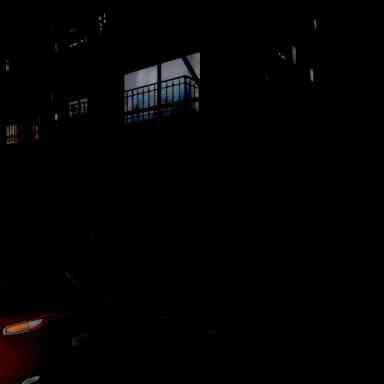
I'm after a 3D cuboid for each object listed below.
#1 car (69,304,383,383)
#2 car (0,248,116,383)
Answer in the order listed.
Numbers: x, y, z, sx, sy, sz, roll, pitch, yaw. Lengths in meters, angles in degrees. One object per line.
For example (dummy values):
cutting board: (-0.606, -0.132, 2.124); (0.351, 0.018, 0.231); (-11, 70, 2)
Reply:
car: (1.494, 1.566, 1.809); (4.313, 1.339, 1.947); (0, 0, 36)
car: (-3.087, 1.545, 5.093); (4.507, 1.381, 1.887); (0, 0, 36)
